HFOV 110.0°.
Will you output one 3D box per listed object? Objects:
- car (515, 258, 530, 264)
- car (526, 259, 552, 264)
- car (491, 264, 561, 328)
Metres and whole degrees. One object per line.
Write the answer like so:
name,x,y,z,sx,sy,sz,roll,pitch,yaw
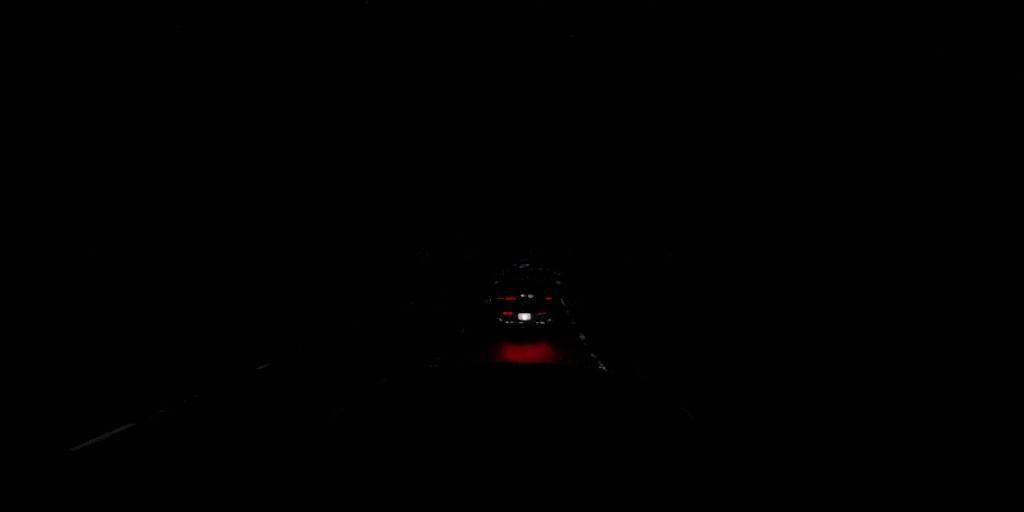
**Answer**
car,1.452,0.945,41.954,1.812,1.442,4.674,0,0,13
car,2.692,1.109,31.337,1.895,1.301,4.718,0,0,9
car,0.468,1.183,11.147,1.837,1.490,4.892,0,1,4
